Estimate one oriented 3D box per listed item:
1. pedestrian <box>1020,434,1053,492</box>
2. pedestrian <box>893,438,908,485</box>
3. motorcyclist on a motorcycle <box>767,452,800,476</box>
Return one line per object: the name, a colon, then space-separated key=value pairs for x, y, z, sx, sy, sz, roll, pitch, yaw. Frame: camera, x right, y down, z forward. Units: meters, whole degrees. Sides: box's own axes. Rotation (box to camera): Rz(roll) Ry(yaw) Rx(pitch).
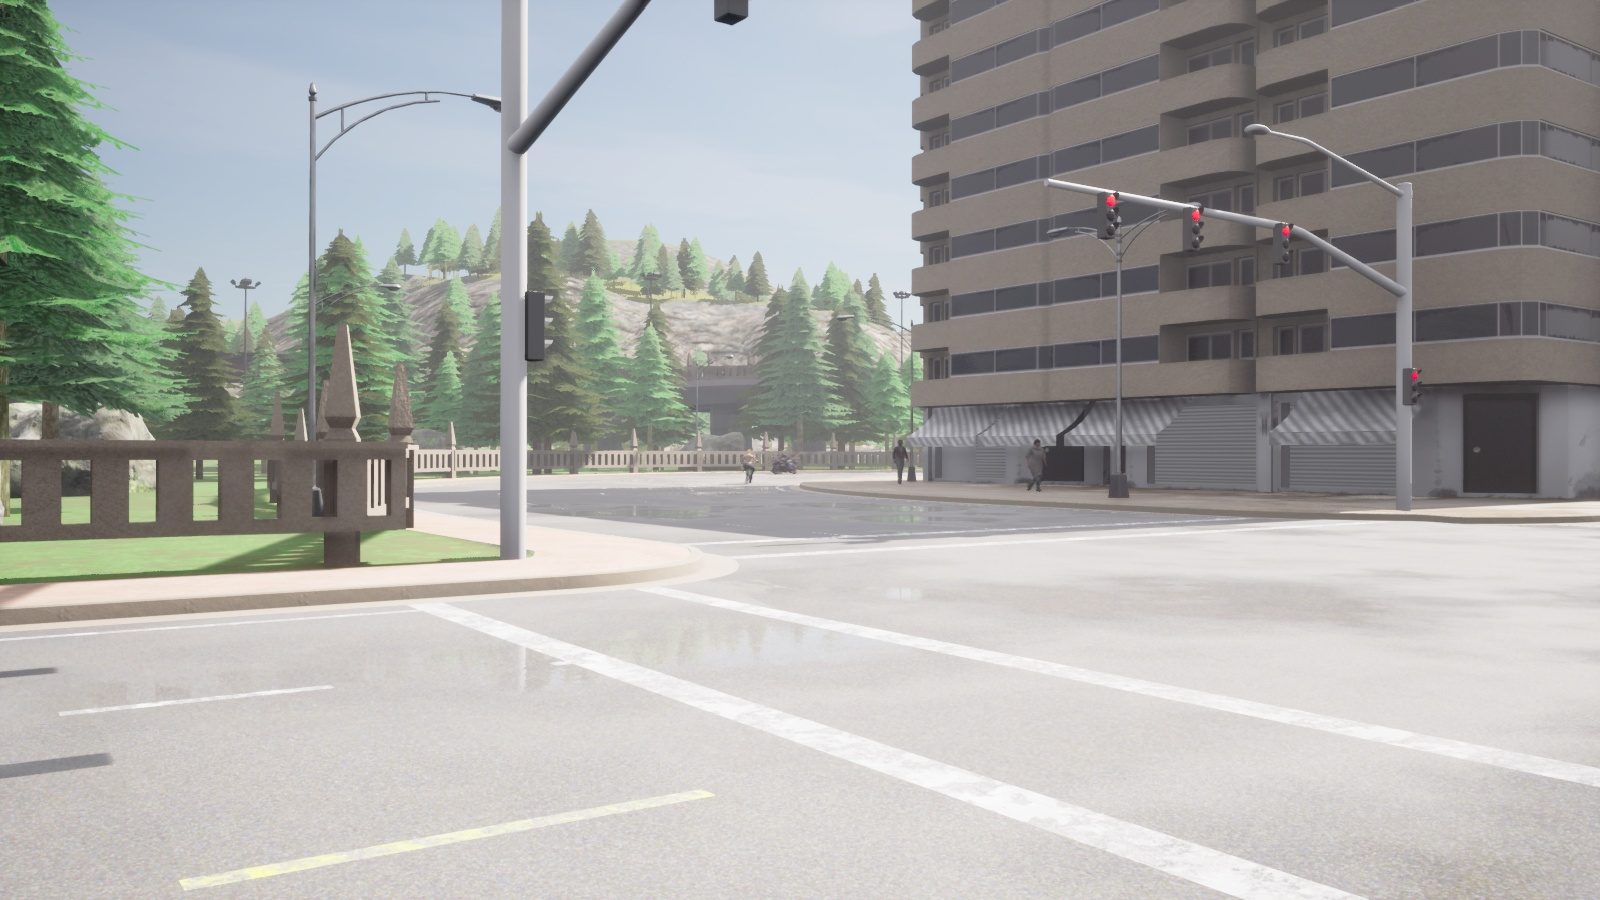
pedestrian: x=7.986 y=0.438 z=42.437 sx=0.659 sy=1.952 sz=0.873 roll=0 pitch=0 yaw=-31
pedestrian: x=4.123 y=0.461 z=51.550 sx=0.402 sy=1.930 sz=0.666 roll=0 pitch=0 yaw=-15
motorcyclist on a motorcycle: x=-1.094 y=0.930 z=83.171 sx=0.866 sy=1.530 sz=2.191 roll=0 pitch=0 yaw=45
